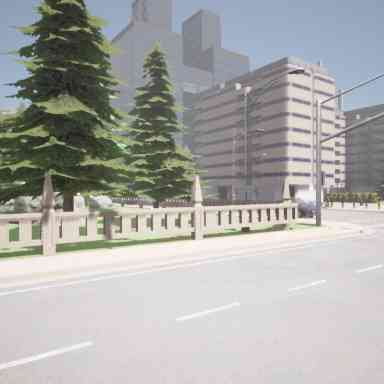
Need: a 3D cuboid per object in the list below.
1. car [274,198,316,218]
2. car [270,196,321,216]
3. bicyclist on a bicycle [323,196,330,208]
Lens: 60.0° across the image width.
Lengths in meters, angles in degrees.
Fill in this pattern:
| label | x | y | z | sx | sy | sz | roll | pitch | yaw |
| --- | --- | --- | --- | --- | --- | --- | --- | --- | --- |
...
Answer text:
| label | x | y | z | sx | sy | sz | roll | pitch | yaw |
| --- | --- | --- | --- | --- | --- | --- | --- | --- | --- |
| car | 8.915 | 1.505 | 29.968 | 1.837 | 1.490 | 4.892 | 0 | 0 | -35 |
| car | 10.453 | 1.352 | 33.844 | 2.097 | 1.767 | 4.553 | 0 | 0 | -35 |
| bicyclist on a bicycle | 17.409 | 1.302 | 43.008 | 1.656 | 1.620 | 0.582 | 0 | 0 | -35 |
